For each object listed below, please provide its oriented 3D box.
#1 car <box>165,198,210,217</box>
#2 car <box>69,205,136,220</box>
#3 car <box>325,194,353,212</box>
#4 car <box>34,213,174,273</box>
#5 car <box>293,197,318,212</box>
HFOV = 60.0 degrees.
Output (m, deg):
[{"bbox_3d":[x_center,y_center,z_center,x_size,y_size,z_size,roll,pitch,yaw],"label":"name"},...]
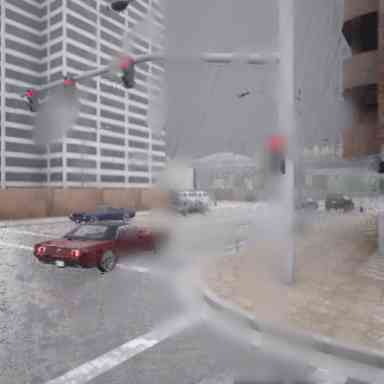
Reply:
[{"bbox_3d":[-0.317,1.558,32.461,2.033,1.411,5.357,0,0,35],"label":"car"},{"bbox_3d":[-6.359,1.611,23.923,1.895,1.301,4.718,0,0,35],"label":"car"},{"bbox_3d":[17.015,1.227,38.475,2.150,2.045,5.566,0,0,35],"label":"car"},{"bbox_3d":[-2.522,1.605,10.809,1.895,1.301,4.718,0,0,26],"label":"car"},{"bbox_3d":[13.404,1.360,39.426,2.097,1.767,4.553,0,0,35],"label":"car"}]
